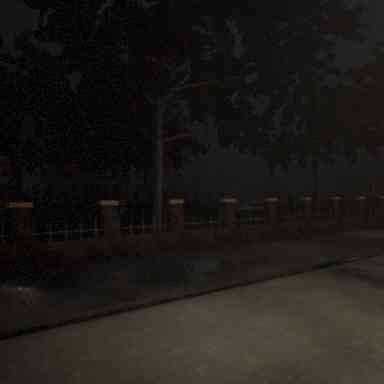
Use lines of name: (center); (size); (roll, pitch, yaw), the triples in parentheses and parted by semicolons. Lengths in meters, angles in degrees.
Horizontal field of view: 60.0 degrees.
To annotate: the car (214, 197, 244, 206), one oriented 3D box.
car: (5.335, 1.326, 47.595); (1.895, 1.301, 4.718); (0, 0, -34)
